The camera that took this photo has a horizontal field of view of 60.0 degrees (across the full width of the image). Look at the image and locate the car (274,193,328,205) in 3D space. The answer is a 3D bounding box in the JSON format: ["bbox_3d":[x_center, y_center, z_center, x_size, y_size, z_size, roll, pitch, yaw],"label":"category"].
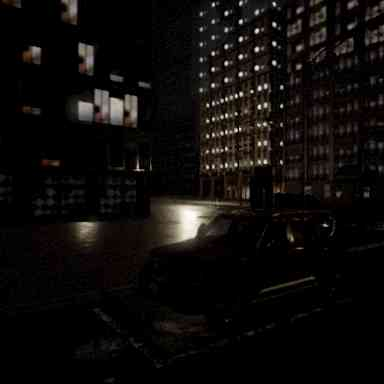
[{"bbox_3d":[8.388,1.179,25.473,2.150,2.045,5.566,0,2,-37],"label":"car"}]

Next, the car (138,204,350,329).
[{"bbox_3d":[1.386,1.325,7.171,5.009,1.841,2.192,0,0,-35],"label":"car"}]
